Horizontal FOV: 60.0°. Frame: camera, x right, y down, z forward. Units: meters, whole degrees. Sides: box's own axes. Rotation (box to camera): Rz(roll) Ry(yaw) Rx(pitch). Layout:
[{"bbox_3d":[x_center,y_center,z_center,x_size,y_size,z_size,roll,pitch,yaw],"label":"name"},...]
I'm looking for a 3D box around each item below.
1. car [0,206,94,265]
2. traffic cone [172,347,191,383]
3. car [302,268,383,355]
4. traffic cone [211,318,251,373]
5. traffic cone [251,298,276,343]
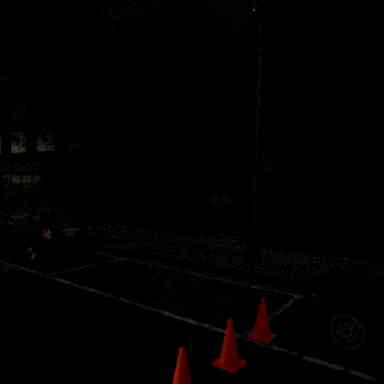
[{"bbox_3d":[-5.102,1.191,10.860,4.097,1.590,1.967,2,2,36],"label":"car"},{"bbox_3d":[-0.108,1.910,3.460,0.340,0.580,0.340,2,1,36],"label":"traffic cone"},{"bbox_3d":[3.783,1.568,4.366,4.507,1.381,1.887,2,2,36],"label":"car"},{"bbox_3d":[0.482,1.911,4.267,0.340,0.580,0.340,2,1,36],"label":"traffic cone"},{"bbox_3d":[1.072,1.913,5.074,0.340,0.580,0.340,2,1,36],"label":"traffic cone"}]
